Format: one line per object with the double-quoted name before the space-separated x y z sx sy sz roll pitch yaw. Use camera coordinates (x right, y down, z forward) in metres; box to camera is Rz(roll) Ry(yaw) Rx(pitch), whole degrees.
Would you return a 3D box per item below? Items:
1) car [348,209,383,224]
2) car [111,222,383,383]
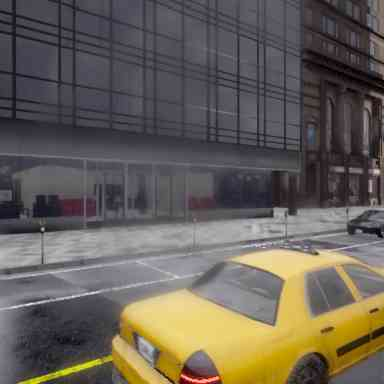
"car" 9.998 1.567 17.645 4.313 1.339 1.947 0 0 -36
"car" 1.654 1.455 4.612 5.366 1.575 1.801 0 0 -35
